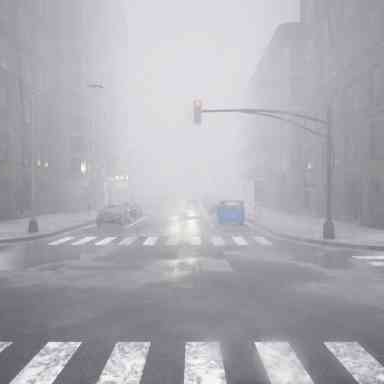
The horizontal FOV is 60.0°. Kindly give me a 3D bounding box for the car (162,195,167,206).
[{"bbox_3d":[-5.397,1.553,51.596,1.947,1.339,4.313,0,0,0],"label":"car"}]

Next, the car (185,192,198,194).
[{"bbox_3d":[0.083,1.328,67.106,2.097,1.767,4.553,0,0,-2],"label":"car"}]

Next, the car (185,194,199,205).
[{"bbox_3d":[0.093,1.509,57.276,1.812,1.442,4.674,0,0,0],"label":"car"}]

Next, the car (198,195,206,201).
[{"bbox_3d":[2.623,1.527,85.691,1.947,1.339,4.313,0,0,0],"label":"car"}]

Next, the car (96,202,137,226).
[{"bbox_3d":[-5.392,1.548,23.187,2.008,1.369,4.403,0,0,0],"label":"car"}]

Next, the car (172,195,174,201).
[{"bbox_3d":[-5.400,1.289,68.641,2.192,1.841,5.009,0,0,0],"label":"car"}]

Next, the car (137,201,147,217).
[{"bbox_3d":[-5.393,1.542,28.868,1.887,1.381,4.507,0,0,0],"label":"car"}]

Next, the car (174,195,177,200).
[{"bbox_3d":[-5.401,1.406,80.005,1.967,1.590,4.097,0,0,0],"label":"car"}]

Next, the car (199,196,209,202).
[{"bbox_3d":[2.625,1.521,74.328,2.008,1.369,4.403,0,0,0],"label":"car"}]

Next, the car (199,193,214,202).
[{"bbox_3d":[2.629,1.303,51.603,2.192,1.841,5.009,0,0,0],"label":"car"}]

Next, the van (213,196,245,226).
[{"bbox_3d":[2.633,1.339,23.197,1.690,1.788,3.998,0,0,0],"label":"van"}]

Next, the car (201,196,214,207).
[{"bbox_3d":[2.629,1.574,45.922,1.802,1.307,4.206,0,0,0],"label":"car"}]

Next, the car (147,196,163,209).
[{"bbox_3d":[-5.396,1.517,45.744,1.752,1.417,4.829,0,0,0],"label":"car"}]

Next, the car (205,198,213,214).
[{"bbox_3d":[2.631,1.578,34.559,1.802,1.307,4.206,0,0,0],"label":"car"}]

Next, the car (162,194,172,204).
[{"bbox_3d":[-5.399,1.545,62.960,1.947,1.339,4.313,0,0,0],"label":"car"}]
